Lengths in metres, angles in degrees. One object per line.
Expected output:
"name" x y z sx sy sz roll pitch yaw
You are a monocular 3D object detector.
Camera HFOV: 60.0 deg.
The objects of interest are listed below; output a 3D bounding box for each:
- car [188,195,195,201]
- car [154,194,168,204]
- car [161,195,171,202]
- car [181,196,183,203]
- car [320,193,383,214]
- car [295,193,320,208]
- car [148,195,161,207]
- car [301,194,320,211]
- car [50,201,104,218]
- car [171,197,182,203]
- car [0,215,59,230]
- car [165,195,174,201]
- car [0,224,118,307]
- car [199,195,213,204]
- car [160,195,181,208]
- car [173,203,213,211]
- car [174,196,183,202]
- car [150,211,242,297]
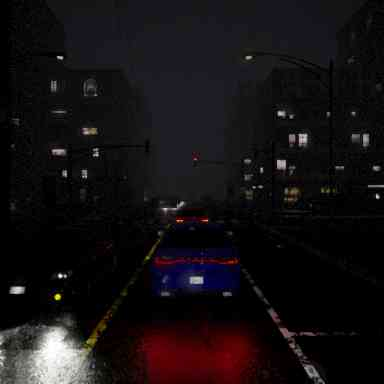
"car" -0.121 1.564 84.417 2.128 1.511 4.902 0 0 0
"car" -5.782 1.336 63.203 2.192 1.841 5.009 0 0 0
"car" -5.798 1.470 74.569 1.967 1.590 4.097 0 0 0
"car" -3.163 1.370 58.692 2.097 1.767 4.553 0 0 0
"car" 14.651 1.029 29.805 5.009 1.841 2.192 -1 1 -1
"car" 14.505 1.014 38.183 5.009 1.841 2.192 -1 1 -1
"car" -5.765 1.580 51.838 1.947 1.339 4.313 0 0 0
"car" 14.732 1.205 35.614 4.892 1.490 1.837 -1 0 -1
"car" -11.152 1.662 32.448 5.008 1.535 1.882 -1 0 -6
"car" -3.109 1.626 68.201 1.895 1.301 4.718 0 0 0
"car" -5.755 1.582 9.815 1.802 1.307 4.206 0 0 0
"car" -5.814 1.480 85.934 1.967 1.590 4.097 0 0 0
"car" -3.114 1.564 7.920 1.994 1.385 4.181 0 0 0
"car" 2.607 1.458 57.535 1.967 1.590 4.097 0 0 0
"car" -3.151 1.560 49.210 2.033 1.411 5.357 0 0 -1
"car" 0.072 1.526 17.952 1.812 1.442 4.674 0 0 1
"car" -3.114 1.621 78.539 1.895 1.301 4.718 0 0 0
"car" 0.090 1.477 8.612 1.882 1.535 5.008 0 0 0
